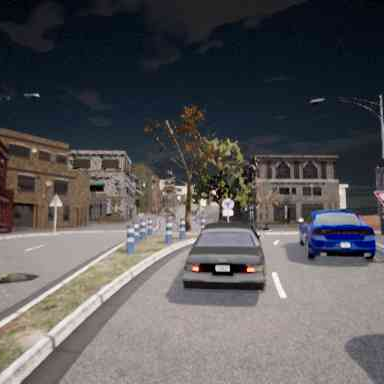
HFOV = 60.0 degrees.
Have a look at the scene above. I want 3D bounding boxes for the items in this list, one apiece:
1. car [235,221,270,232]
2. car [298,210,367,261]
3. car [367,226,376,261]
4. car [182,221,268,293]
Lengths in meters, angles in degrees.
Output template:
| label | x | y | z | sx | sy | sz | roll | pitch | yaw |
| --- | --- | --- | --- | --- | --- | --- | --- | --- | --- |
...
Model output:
| label | x | y | z | sx | sy | sz | roll | pitch | yaw |
| --- | --- | --- | --- | --- | --- | --- | --- | --- | --- |
| car | 8.048 | 4.630 | 44.589 | 4.181 | 1.385 | 1.994 | -3 | -7 | 28 |
| car | 4.938 | 1.373 | 11.847 | 1.882 | 1.535 | 5.008 | -2 | -1 | 14 |
| car | 3.563 | 1.342 | 2.640 | 2.097 | 1.767 | 4.553 | 0 | 0 | 3 |
| car | 0.987 | 1.516 | 8.969 | 2.033 | 1.411 | 5.357 | -1 | 0 | 9 |
